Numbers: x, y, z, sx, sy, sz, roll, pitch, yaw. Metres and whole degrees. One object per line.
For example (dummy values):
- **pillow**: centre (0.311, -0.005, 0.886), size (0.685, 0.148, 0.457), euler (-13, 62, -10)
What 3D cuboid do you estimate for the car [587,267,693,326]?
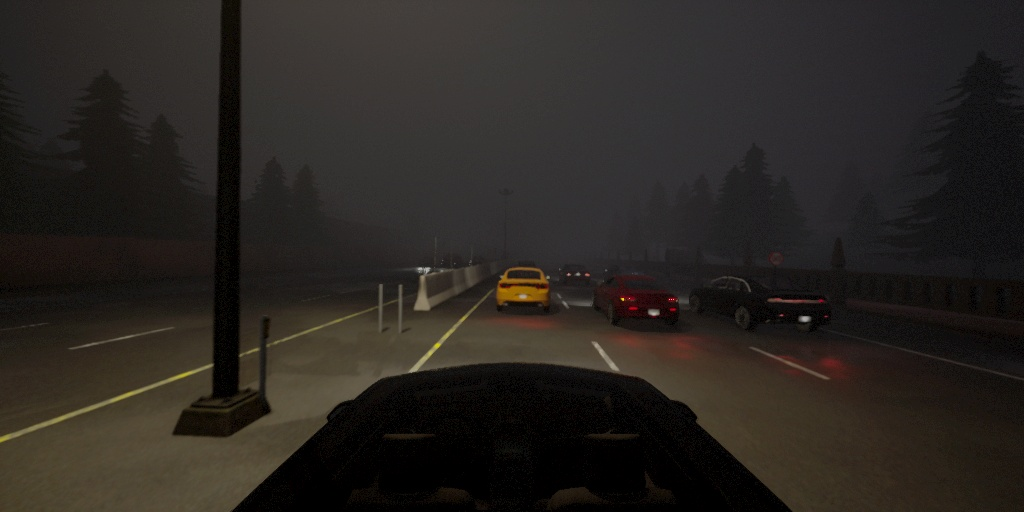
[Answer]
- **car**: centre (3.862, 1.298, 11.756), size (1.812, 1.442, 4.674), euler (1, 0, 3)

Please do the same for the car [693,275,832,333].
- **car**: centre (7.339, 1.329, 11.240), size (2.128, 1.511, 4.902), euler (1, 0, 3)

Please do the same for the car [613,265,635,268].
- **car**: centre (8.014, 1.329, 26.075), size (2.033, 1.411, 5.357), euler (1, 0, 3)

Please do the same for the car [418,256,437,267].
- **car**: centre (-11.943, 0.806, 51.137), size (2.128, 1.511, 4.902), euler (1, 0, 3)

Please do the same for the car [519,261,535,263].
- **car**: centre (1.231, 1.149, 30.219), size (1.837, 1.490, 4.892), euler (1, 1, 3)

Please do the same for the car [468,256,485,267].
- **car**: centre (-4.916, 0.790, 51.506), size (2.097, 1.767, 4.553), euler (1, 0, 3)

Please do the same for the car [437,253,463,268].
- **car**: centre (-8.449, 0.599, 50.880), size (2.150, 2.045, 5.566), euler (1, 0, 3)

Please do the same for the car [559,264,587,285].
- **car**: centre (4.519, 1.266, 26.238), size (2.033, 1.411, 5.357), euler (1, 0, 3)

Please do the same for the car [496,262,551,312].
- **car**: centre (0.484, 1.180, 14.186), size (1.882, 1.535, 5.008), euler (1, 0, 3)
